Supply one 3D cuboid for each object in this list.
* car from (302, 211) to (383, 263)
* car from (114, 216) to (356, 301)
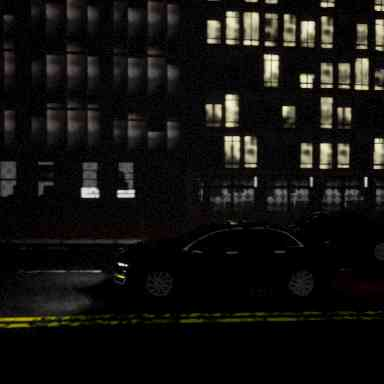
[{"bbox_3d":[4.389,1.388,11.077,5.008,1.535,1.882,1,1,-5],"label":"car"},{"bbox_3d":[0.760,1.401,7.467,4.892,1.490,1.837,1,1,-5],"label":"car"}]
